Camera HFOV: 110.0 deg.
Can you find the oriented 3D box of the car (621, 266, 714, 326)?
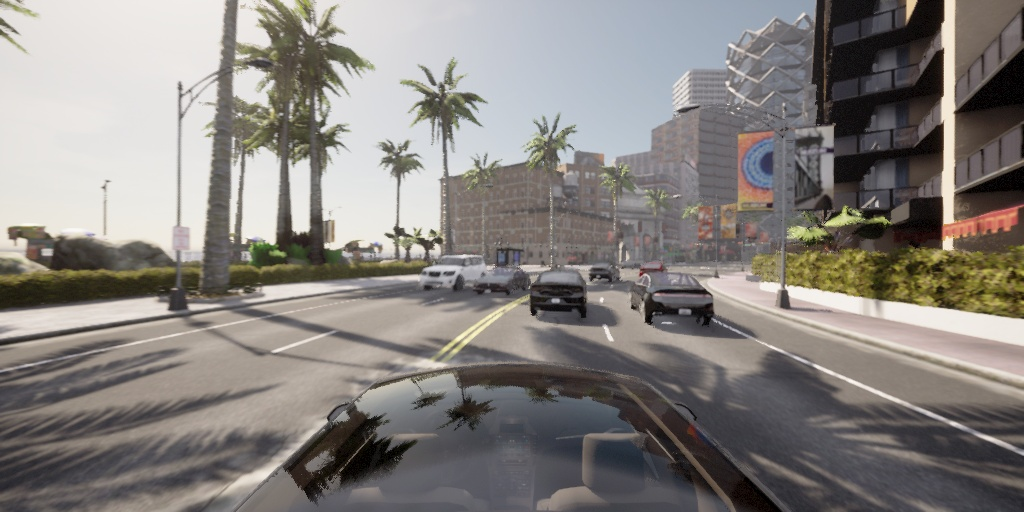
[{"bbox_3d":[5.098,1.285,12.000,2.128,1.511,4.902,0,0,11],"label":"car"}]

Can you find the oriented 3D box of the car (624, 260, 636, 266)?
[{"bbox_3d":[19.002,1.416,57.544,1.837,1.490,4.892,0,0,40],"label":"car"}]

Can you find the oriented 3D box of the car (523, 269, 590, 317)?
[{"bbox_3d":[1.879,1.244,13.539,1.882,1.535,5.008,0,0,12],"label":"car"}]

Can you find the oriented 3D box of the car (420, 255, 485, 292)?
[{"bbox_3d":[-3.342,0.942,21.760,2.150,2.045,5.566,0,0,18],"label":"car"}]

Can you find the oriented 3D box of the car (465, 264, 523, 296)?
[{"bbox_3d":[-0.386,1.293,19.662,2.033,1.411,5.357,0,0,17],"label":"car"}]

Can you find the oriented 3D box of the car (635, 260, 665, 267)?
[{"bbox_3d":[12.172,1.332,30.619,1.882,1.535,5.008,0,0,29],"label":"car"}]

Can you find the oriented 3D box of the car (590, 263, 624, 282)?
[{"bbox_3d":[7.677,1.321,29.579,1.837,1.490,4.892,0,0,26],"label":"car"}]
